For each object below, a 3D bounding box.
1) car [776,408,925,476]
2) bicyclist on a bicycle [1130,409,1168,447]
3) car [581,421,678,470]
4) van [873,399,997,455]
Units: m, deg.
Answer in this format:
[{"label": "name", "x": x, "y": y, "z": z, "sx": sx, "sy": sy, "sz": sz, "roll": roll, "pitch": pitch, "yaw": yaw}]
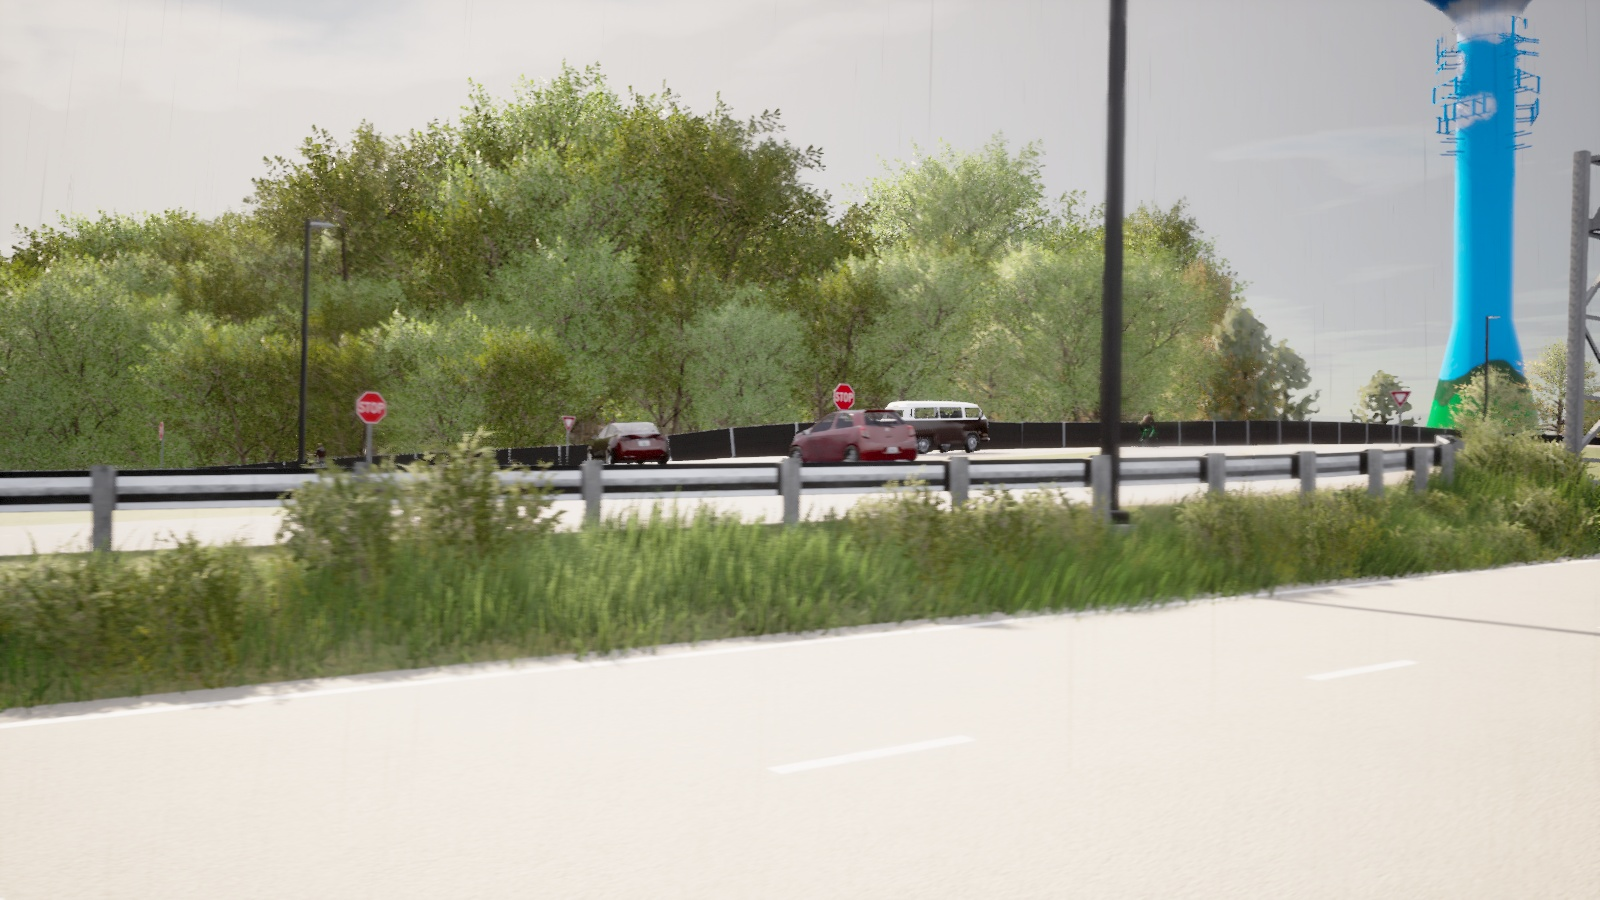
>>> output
[{"label": "car", "x": 1.162, "y": -0.186, "z": 30.386, "sx": 1.845, "sy": 1.501, "sz": 3.633, "roll": -2, "pitch": 1, "yaw": -31}, {"label": "bicyclist on a bicycle", "x": 15.095, "y": -0.936, "z": 54.311, "sx": 1.656, "sy": 1.620, "sz": 0.582, "roll": -1, "pitch": 0, "yaw": -30}, {"label": "car", "x": -5.846, "y": -0.168, "z": 42.532, "sx": 2.163, "sy": 1.488, "sz": 4.792, "roll": -3, "pitch": 1, "yaw": -21}, {"label": "van", "x": 5.230, "y": -0.890, "z": 48.409, "sx": 4.480, "sy": 2.038, "sz": 2.069, "roll": -2, "pitch": 1, "yaw": -36}]
